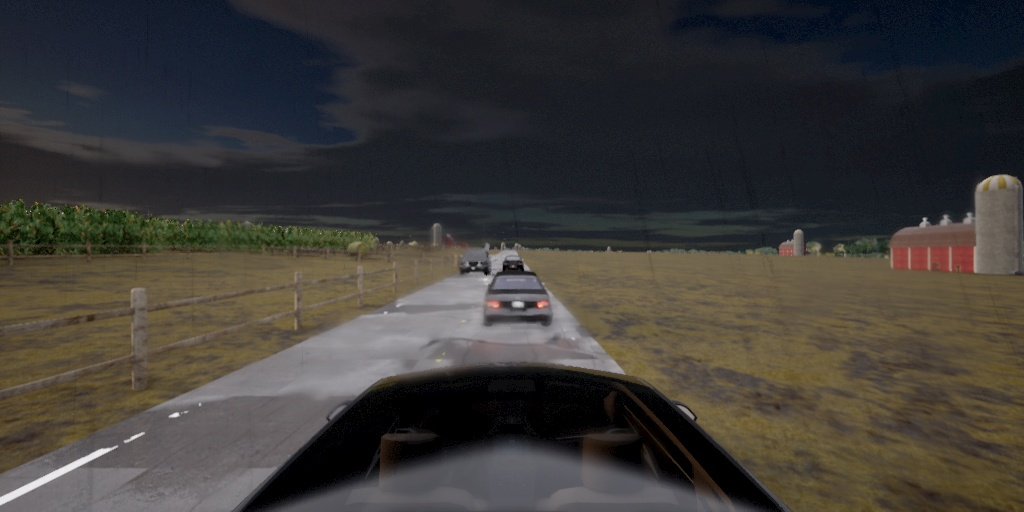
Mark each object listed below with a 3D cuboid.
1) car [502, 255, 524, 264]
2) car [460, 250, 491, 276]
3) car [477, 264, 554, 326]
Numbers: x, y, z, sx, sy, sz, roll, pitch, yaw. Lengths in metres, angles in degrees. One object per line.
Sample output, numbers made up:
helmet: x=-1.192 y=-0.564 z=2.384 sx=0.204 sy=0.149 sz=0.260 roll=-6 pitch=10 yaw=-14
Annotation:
car: x=0.096 y=0.674 z=33.168 sx=1.882 sy=1.535 sz=5.008 roll=0 pitch=1 yaw=0
car: x=-2.854 y=0.498 z=29.154 sx=2.150 sy=2.045 sz=5.566 roll=0 pitch=1 yaw=0
car: x=0.115 y=1.155 z=10.957 sx=2.033 sy=1.411 sz=5.357 roll=0 pitch=1 yaw=-1
